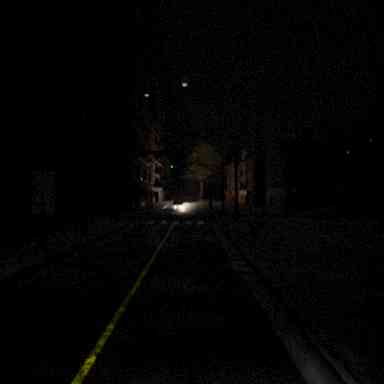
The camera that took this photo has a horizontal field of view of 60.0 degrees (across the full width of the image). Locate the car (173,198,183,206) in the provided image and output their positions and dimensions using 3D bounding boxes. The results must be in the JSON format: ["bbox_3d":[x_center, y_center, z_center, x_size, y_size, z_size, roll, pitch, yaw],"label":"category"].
[{"bbox_3d":[-2.837,2.063,68.119,2.128,1.511,4.902,0,0,0],"label":"car"}]

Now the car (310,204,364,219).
[{"bbox_3d":[13.849,1.873,31.830,4.829,1.417,1.752,0,-1,0],"label":"car"}]

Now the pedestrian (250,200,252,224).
[{"bbox_3d":[4.478,1.508,25.045,0.375,1.860,0.375,0,-1,0],"label":"pedestrian"}]

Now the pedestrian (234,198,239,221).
[{"bbox_3d":[3.476,1.369,26.246,0.375,1.860,0.375,0,-1,0],"label":"pedestrian"}]

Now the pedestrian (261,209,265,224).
[{"bbox_3d":[5.477,1.880,25.641,0.500,1.100,0.500,0,-1,0],"label":"pedestrian"}]
